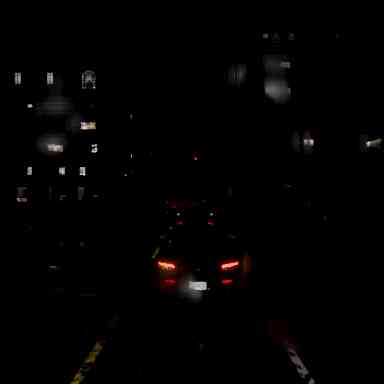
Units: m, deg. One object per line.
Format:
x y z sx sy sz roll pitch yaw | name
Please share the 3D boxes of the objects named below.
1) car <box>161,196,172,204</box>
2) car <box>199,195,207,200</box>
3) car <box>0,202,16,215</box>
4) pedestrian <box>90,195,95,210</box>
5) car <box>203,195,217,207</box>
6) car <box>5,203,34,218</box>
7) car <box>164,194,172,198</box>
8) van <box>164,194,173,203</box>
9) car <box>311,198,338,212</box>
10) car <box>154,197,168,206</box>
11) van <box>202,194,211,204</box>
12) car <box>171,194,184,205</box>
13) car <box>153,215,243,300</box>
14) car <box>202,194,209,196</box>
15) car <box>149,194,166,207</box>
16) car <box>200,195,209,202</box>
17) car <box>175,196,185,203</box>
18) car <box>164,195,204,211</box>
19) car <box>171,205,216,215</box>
-5.086 1.520 66.011 1.887 1.381 4.507 0 0 0 | car
2.871 1.508 88.193 2.008 1.369 4.403 0 0 0 | car
-22.334 1.843 37.295 4.206 1.307 1.802 -1 1 1 | car
-12.013 1.280 40.130 0.375 1.860 0.375 0 1 1 | pedestrian
2.736 1.553 49.328 1.947 1.339 4.313 0 0 0 | car
-17.316 1.754 31.826 4.181 1.385 1.994 -1 0 1 | car
-2.635 1.492 49.206 1.837 1.490 4.892 0 0 2 | car
-5.066 1.312 71.563 1.690 1.788 3.998 0 0 0 | van
15.222 1.339 34.417 5.357 1.411 2.033 -1 0 1 | car
-5.124 1.528 54.907 1.887 1.381 4.507 0 0 0 | car
2.795 1.317 65.984 1.690 1.788 3.998 0 0 0 | van
-2.621 1.333 59.430 2.097 1.767 4.553 0 0 1 | car
0.130 1.525 8.294 1.812 1.442 4.674 0 0 0 | car
2.775 1.562 60.432 1.802 1.307 4.206 0 0 0 | car
-5.143 1.302 49.355 2.192 1.841 5.009 0 0 0 | car
2.833 1.407 77.088 1.967 1.590 4.097 0 0 0 | car
-2.510 1.497 69.688 1.812 1.442 4.674 0 0 0 | car
-0.854 1.476 39.153 1.882 1.535 5.008 0 1 28 | car
0.152 1.562 17.054 1.994 1.385 4.181 0 0 0 | car
